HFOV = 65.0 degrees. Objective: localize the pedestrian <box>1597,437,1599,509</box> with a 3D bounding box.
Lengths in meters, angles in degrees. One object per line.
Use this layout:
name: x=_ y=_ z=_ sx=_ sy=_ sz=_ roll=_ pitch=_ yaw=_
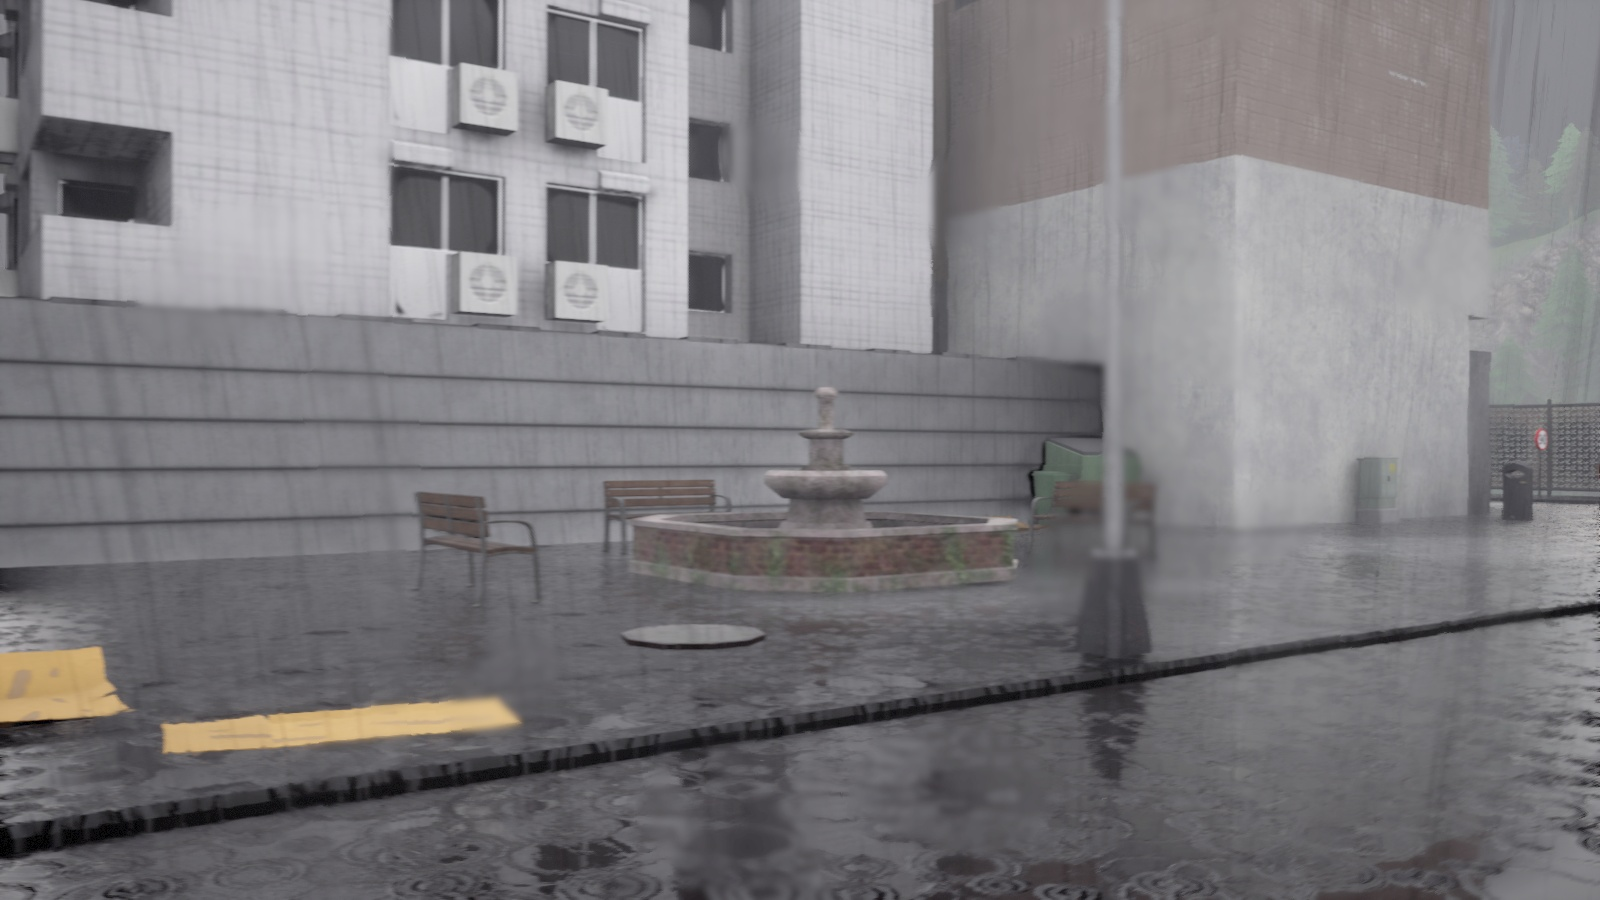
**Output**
pedestrian: x=20.845 y=0.581 z=32.290 sx=0.540 sy=1.848 sz=0.694 roll=0 pitch=0 yaw=37
